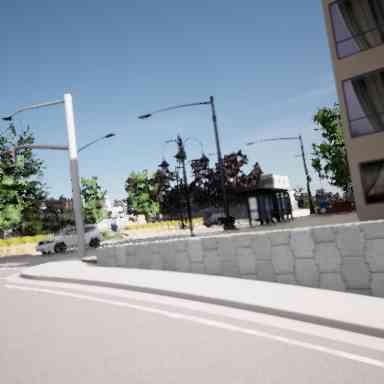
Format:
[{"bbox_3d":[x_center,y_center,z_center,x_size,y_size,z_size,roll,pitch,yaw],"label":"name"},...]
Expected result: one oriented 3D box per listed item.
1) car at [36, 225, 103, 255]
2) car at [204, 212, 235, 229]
[{"bbox_3d":[-10.200,3.967,28.079,2.150,2.045,5.566,-11,-6,36],"label":"car"},{"bbox_3d":[3.911,3.913,47.214,2.150,2.045,5.566,-11,-7,36],"label":"car"}]
